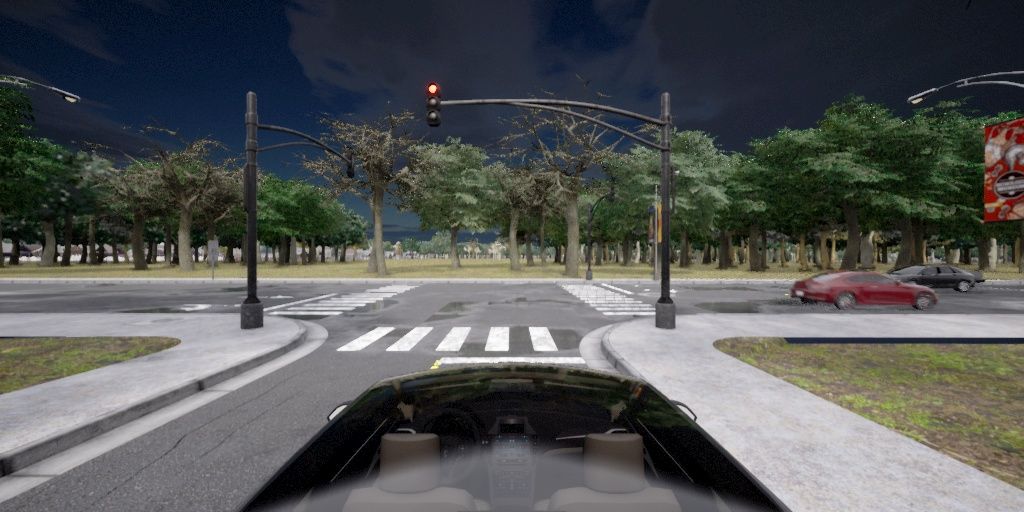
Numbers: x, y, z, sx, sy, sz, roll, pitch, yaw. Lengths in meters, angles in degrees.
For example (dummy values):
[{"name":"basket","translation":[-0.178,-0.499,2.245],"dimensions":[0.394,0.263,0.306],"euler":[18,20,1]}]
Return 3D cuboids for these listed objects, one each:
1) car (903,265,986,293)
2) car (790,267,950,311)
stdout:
[{"name":"car","translation":[23.440,1.278,20.596],"dimensions":[4.892,1.490,1.837],"euler":[0,0,0]},{"name":"car","translation":[13.534,1.296,13.979],"dimensions":[4.674,1.442,1.812],"euler":[0,0,1]}]
